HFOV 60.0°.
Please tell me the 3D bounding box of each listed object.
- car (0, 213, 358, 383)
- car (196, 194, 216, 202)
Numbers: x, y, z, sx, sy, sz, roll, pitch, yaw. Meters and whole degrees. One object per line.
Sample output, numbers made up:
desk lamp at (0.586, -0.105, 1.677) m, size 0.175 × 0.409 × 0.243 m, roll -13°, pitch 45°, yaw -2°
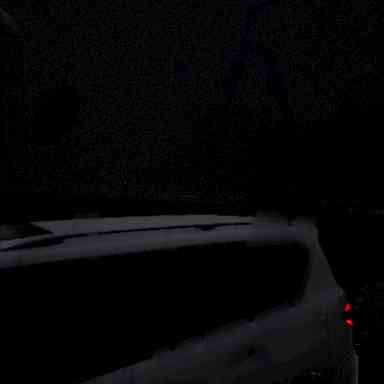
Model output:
car at (-1.105, 1.226, 2.281) m, size 5.566 × 2.045 × 2.150 m, roll 1°, pitch -1°, yaw -36°
car at (2.841, 1.234, 67.398) m, size 2.128 × 1.511 × 4.902 m, roll 0°, pitch 1°, yaw -36°
